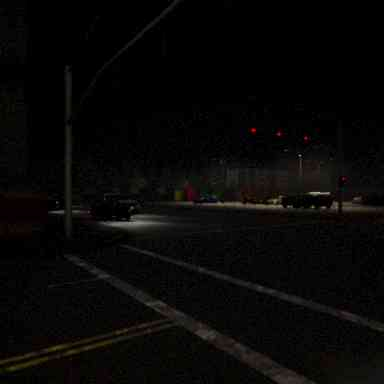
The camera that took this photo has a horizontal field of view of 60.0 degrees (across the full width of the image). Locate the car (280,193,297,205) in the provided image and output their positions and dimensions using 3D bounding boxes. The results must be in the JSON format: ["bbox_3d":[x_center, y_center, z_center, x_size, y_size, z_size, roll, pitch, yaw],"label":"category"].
[{"bbox_3d":[19.780,1.174,71.504,4.605,1.855,1.932,0,0,-35],"label":"car"}]

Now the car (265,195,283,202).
[{"bbox_3d":[18.160,1.384,73.906,3.905,1.438,1.784,0,0,-35],"label":"car"}]

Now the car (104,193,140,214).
[{"bbox_3d":[-7.314,1.170,33.821,2.150,2.045,5.566,0,0,-36],"label":"car"}]

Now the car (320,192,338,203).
[{"bbox_3d":[34.073,1.183,81.636,3.866,1.878,1.905,0,0,-35],"label":"car"}]

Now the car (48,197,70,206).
[{"bbox_3d":[-21.656,1.495,53.961,2.033,1.411,5.357,0,0,-35],"label":"car"}]

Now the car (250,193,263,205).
[{"bbox_3d":[12.277,1.379,56.114,3.905,1.438,1.784,0,0,-35],"label":"car"}]

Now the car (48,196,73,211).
[{"bbox_3d":[-15.782,1.298,39.790,2.097,1.767,4.553,0,0,-36],"label":"car"}]

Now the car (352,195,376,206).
[{"bbox_3d":[29.609,1.417,57.759,3.806,1.475,1.970,0,0,-35],"label":"car"}]

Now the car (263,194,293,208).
[{"bbox_3d":[13.948,1.410,53.750,3.806,1.475,1.970,0,0,-35],"label":"car"}]

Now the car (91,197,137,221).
[{"bbox_3d":[-6.601,1.425,26.825,1.882,1.535,5.008,0,0,-36],"label":"car"}]

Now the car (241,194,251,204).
[{"bbox_3d":[10.687,1.168,58.276,4.605,1.855,1.932,0,0,-35],"label":"car"}]
